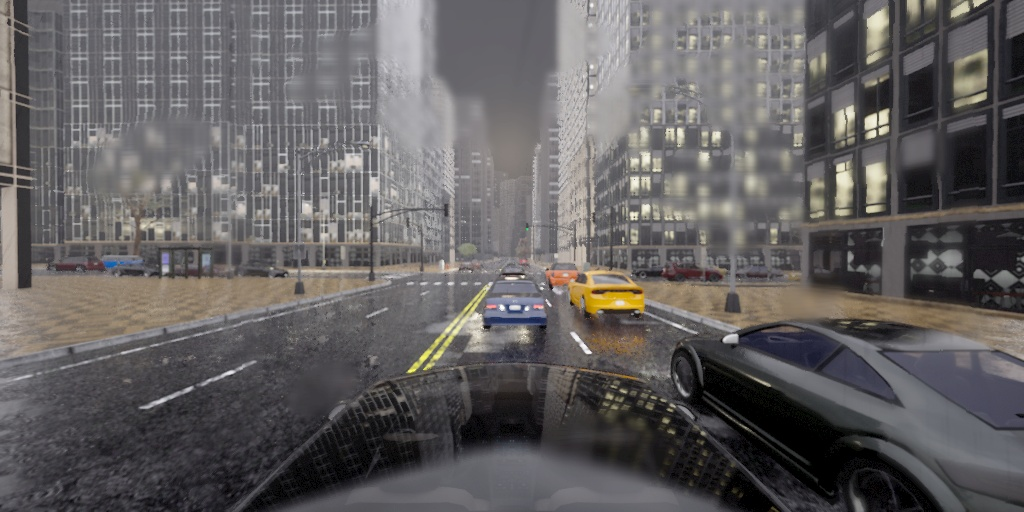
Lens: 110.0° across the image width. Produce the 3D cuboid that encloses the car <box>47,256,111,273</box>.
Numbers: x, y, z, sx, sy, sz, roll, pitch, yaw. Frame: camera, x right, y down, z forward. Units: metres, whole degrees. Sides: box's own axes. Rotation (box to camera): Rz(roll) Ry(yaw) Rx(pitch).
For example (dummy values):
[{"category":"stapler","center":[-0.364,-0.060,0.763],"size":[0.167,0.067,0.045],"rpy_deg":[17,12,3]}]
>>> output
[{"category":"car","center":[-47.492,0.879,39.105],"size":[4.553,1.767,2.097],"rpy_deg":[1,1,1]}]

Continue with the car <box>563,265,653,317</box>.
[{"category":"car","center":[3.323,1.298,13.504],"size":[1.882,1.535,5.008],"rpy_deg":[0,0,0]}]

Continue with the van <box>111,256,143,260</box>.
[{"category":"van","center":[-45.382,0.862,41.669],"size":[3.998,1.789,1.690],"rpy_deg":[0,0,1]}]

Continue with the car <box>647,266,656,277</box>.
[{"category":"car","center":[15.182,1.685,38.114],"size":[4.718,1.301,1.895],"rpy_deg":[0,1,1]}]

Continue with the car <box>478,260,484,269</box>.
[{"category":"car","center":[-6.708,1.451,63.725],"size":[2.097,1.767,4.553],"rpy_deg":[0,0,0]}]

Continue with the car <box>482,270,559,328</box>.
[{"category":"car","center":[0.083,1.356,11.534],"size":[2.033,1.411,5.357],"rpy_deg":[0,0,0]}]

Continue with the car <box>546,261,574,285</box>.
[{"category":"car","center":[3.440,1.235,24.492],"size":[2.097,1.767,4.553],"rpy_deg":[0,0,3]}]

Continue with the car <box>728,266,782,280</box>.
[{"category":"car","center":[25.596,1.722,37.957],"size":[5.357,1.411,2.033],"rpy_deg":[0,1,1]}]

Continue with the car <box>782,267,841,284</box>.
[{"category":"car","center":[27.570,1.772,32.146],"size":[4.829,1.417,1.751],"rpy_deg":[0,0,1]}]

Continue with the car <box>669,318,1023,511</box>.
[{"category":"car","center":[3.340,1.326,3.685],"size":[1.994,1.385,4.181],"rpy_deg":[0,0,0]}]

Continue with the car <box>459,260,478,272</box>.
[{"category":"car","center":[-6.715,1.611,53.722],"size":[1.994,1.385,4.181],"rpy_deg":[0,0,0]}]

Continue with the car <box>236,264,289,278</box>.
[{"category":"car","center":[-22.805,1.373,32.754],"size":[4.313,1.339,1.948],"rpy_deg":[0,0,1]}]

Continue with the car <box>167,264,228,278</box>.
[{"category":"car","center":[-28.489,1.338,32.874],"size":[4.207,1.307,1.802],"rpy_deg":[0,0,1]}]

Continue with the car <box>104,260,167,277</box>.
[{"category":"car","center":[-34.171,1.270,33.034],"size":[4.313,1.339,1.948],"rpy_deg":[0,0,1]}]

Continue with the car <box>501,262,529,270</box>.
[{"category":"car","center":[0.050,1.367,22.773],"size":[2.128,1.511,4.902],"rpy_deg":[0,0,0]}]

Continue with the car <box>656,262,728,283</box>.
[{"category":"car","center":[16.121,1.464,32.316],"size":[5.009,1.841,2.192],"rpy_deg":[0,0,1]}]
